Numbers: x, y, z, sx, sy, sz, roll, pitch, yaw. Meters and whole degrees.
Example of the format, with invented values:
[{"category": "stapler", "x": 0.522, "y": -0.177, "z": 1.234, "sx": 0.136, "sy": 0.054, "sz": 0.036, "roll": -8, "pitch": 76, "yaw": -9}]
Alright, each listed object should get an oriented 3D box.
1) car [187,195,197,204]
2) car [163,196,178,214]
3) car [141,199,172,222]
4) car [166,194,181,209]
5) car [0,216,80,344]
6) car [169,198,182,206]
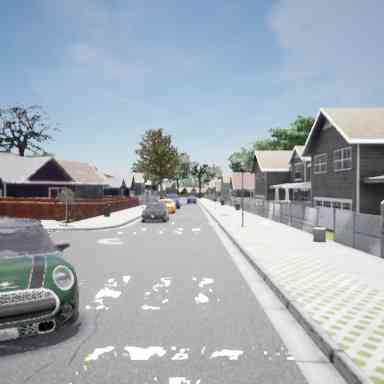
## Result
[{"category": "car", "x": -0.040, "y": 1.677, "z": 68.193, "sx": 1.882, "sy": 1.535, "sz": 5.008, "roll": 0, "pitch": 0, "yaw": 0}, {"category": "car", "x": -2.865, "y": 1.550, "z": 37.033, "sx": 1.882, "sy": 1.535, "sz": 5.008, "roll": 0, "pitch": 0, "yaw": 0}, {"category": "car", "x": -2.858, "y": 1.547, "z": 26.579, "sx": 1.837, "sy": 1.490, "sz": 4.892, "roll": 0, "pitch": 0, "yaw": 0}, {"category": "car", "x": -2.861, "y": 1.331, "z": 47.288, "sx": 2.150, "sy": 2.045, "sz": 5.566, "roll": 0, "pitch": 0, "yaw": 0}, {"category": "car", "x": -3.607, "y": 1.357, "z": 6.532, "sx": 2.097, "sy": 1.767, "sz": 4.553, "roll": 0, "pitch": 0, "yaw": -28}, {"category": "car", "x": -2.830, "y": 1.749, "z": 57.758, "sx": 1.895, "sy": 1.301, "sz": 4.718, "roll": 0, "pitch": 0, "yaw": 1}]
